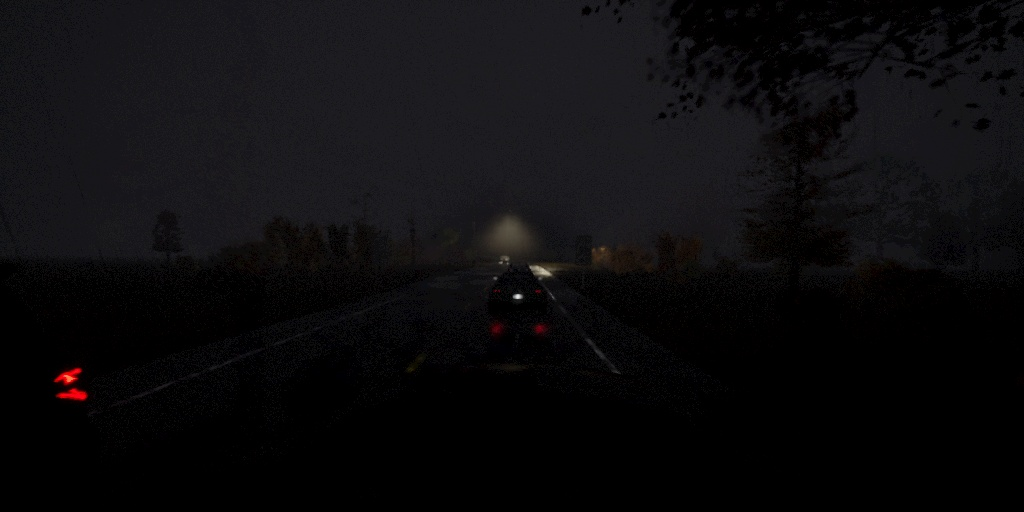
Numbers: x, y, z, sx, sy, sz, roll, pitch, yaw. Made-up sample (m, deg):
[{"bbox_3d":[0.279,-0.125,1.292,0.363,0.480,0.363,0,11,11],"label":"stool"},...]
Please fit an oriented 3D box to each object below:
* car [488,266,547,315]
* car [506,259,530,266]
[{"bbox_3d":[0.212,1.239,13.271,1.994,1.385,4.181,0,0,1],"label":"car"},{"bbox_3d":[0.599,1.167,31.150,1.895,1.301,4.718,0,0,1],"label":"car"}]
